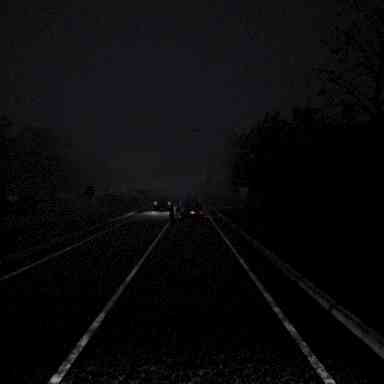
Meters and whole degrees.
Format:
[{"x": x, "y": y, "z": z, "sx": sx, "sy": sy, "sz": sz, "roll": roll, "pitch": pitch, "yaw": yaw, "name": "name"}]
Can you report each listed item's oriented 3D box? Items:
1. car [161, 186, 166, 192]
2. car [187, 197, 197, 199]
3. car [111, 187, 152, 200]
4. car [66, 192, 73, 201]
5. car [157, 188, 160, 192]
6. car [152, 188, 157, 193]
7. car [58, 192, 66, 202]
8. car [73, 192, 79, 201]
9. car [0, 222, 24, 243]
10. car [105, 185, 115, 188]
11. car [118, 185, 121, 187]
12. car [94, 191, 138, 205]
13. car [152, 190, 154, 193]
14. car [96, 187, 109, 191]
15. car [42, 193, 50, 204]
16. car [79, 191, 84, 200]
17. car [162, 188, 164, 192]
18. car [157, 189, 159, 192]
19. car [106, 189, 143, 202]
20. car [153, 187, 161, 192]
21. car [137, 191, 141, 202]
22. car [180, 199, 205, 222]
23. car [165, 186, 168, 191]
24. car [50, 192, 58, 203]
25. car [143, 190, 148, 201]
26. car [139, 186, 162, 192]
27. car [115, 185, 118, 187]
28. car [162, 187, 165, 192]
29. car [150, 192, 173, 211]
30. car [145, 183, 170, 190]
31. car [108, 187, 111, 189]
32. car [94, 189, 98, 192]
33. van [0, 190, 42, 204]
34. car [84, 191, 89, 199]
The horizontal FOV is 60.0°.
[{"x": -9.909, "y": -0.040, "z": 86.347, "sx": 5.008, "sy": 1.535, "sz": 2.097, "roll": 0, "pitch": 3, "yaw": 0, "name": "car"}, {"x": -0.007, "y": 1.373, "z": 42.863, "sx": 2.033, "sy": 1.411, "sz": 5.357, "roll": 0, "pitch": 1, "yaw": 0, "name": "car"}, {"x": -10.134, "y": 0.621, "z": 55.701, "sx": 5.566, "sy": 2.045, "sz": 2.435, "roll": 0, "pitch": 1, "yaw": 0, "name": "car"}, {"x": -23.371, "y": 0.864, "z": 55.723, "sx": 5.366, "sy": 1.575, "sz": 1.946, "roll": 0, "pitch": 1, "yaw": 0, "name": "car"}, {"x": -10.030, "y": 0.538, "z": 72.426, "sx": 4.792, "sy": 1.488, "sz": 2.163, "roll": 0, "pitch": 2, "yaw": 0, "name": "car"}, {"x": -10.005, "y": 0.542, "z": 66.848, "sx": 4.553, "sy": 1.767, "sz": 2.185, "roll": 0, "pitch": 1, "yaw": 0, "name": "car"}, {"x": -23.232, "y": 0.922, "z": 52.930, "sx": 4.792, "sy": 1.488, "sz": 2.163, "roll": 0, "pitch": 0, "yaw": 0, "name": "car"}, {"x": -23.354, "y": 0.830, "z": 58.518, "sx": 5.366, "sy": 1.575, "sz": 1.946, "roll": 0, "pitch": 1, "yaw": 0, "name": "car"}, {"x": -10.044, "y": 1.615, "z": 14.747, "sx": 4.792, "sy": 1.488, "sz": 2.163, "roll": 0, "pitch": 0, "yaw": 0, "name": "car"}, {"x": -23.040, "y": -0.163, "z": 83.462, "sx": 5.566, "sy": 2.045, "sz": 2.435, "roll": 0, "pitch": 2, "yaw": 0, "name": "car"}, {"x": -22.954, "y": -0.313, "z": 91.830, "sx": 5.008, "sy": 1.535, "sz": 2.097, "roll": 0, "pitch": 3, "yaw": 0, "name": "car"}, {"x": -10.146, "y": 0.961, "z": 44.560, "sx": 4.792, "sy": 1.488, "sz": 2.163, "roll": 0, "pitch": 0, "yaw": 0, "name": "car"}, {"x": -10.042, "y": 0.823, "z": 61.271, "sx": 4.792, "sy": 1.488, "sz": 2.163, "roll": 0, "pitch": 1, "yaw": 0, "name": "car"}, {"x": -22.861, "y": 0.312, "z": 77.898, "sx": 5.366, "sy": 1.575, "sz": 1.946, "roll": 0, "pitch": 2, "yaw": 0, "name": "car"}, {"x": -23.241, "y": 0.958, "z": 47.233, "sx": 4.674, "sy": 1.452, "sz": 2.002, "roll": 0, "pitch": 0, "yaw": 0, "name": "car"}, {"x": -23.122, "y": 0.819, "z": 61.172, "sx": 4.792, "sy": 1.488, "sz": 2.163, "roll": 0, "pitch": 1, "yaw": 0, "name": "car"}, {"x": -9.951, "y": 0.245, "z": 80.776, "sx": 4.674, "sy": 1.452, "sz": 2.002, "roll": 0, "pitch": 3, "yaw": 0, "name": "car"}, {"x": -9.989, "y": 0.622, "z": 69.639, "sx": 4.792, "sy": 1.488, "sz": 2.163, "roll": 0, "pitch": 2, "yaw": 0, "name": "car"}, {"x": -10.172, "y": 0.788, "z": 50.130, "sx": 4.553, "sy": 1.767, "sz": 2.185, "roll": 0, "pitch": 0, "yaw": 0, "name": "car"}, {"x": -10.015, "y": 0.291, "z": 75.206, "sx": 4.553, "sy": 1.767, "sz": 2.185, "roll": 0, "pitch": 2, "yaw": 0, "name": "car"}, {"x": -10.187, "y": 0.953, "z": 47.344, "sx": 4.792, "sy": 1.488, "sz": 2.163, "roll": 0, "pitch": 0, "yaw": 0, "name": "car"}, {"x": 0.042, "y": 1.534, "z": 26.511, "sx": 2.033, "sy": 1.411, "sz": 5.357, "roll": 0, "pitch": 0, "yaw": 0, "name": "car"}, {"x": -9.876, "y": -0.276, "z": 91.915, "sx": 4.674, "sy": 1.452, "sz": 2.002, "roll": 0, "pitch": 3, "yaw": 0, "name": "car"}, {"x": -23.224, "y": 0.949, "z": 50.018, "sx": 4.674, "sy": 1.452, "sz": 2.002, "roll": 0, "pitch": 0, "yaw": 0, "name": "car"}, {"x": -10.118, "y": 0.898, "z": 52.909, "sx": 5.008, "sy": 1.535, "sz": 2.097, "roll": 0, "pitch": 1, "yaw": 0, "name": "car"}, {"x": -9.997, "y": 0.189, "z": 77.985, "sx": 4.553, "sy": 1.767, "sz": 2.185, "roll": 0, "pitch": 2, "yaw": 0, "name": "car"}, {"x": -23.008, "y": -0.297, "z": 89.042, "sx": 4.553, "sy": 1.767, "sz": 2.185, "roll": 0, "pitch": 3, "yaw": 0, "name": "car"}, {"x": -9.925, "y": 0.087, "z": 83.561, "sx": 5.008, "sy": 1.535, "sz": 2.097, "roll": 0, "pitch": 3, "yaw": 0, "name": "car"}, {"x": -3.346, "y": 1.254, "z": 39.439, "sx": 2.097, "sy": 1.767, "sz": 4.553, "roll": 0, "pitch": 1, "yaw": 0, "name": "car"}, {"x": -9.890, "y": -0.714, "z": 94.680, "sx": 5.566, "sy": 2.045, "sz": 2.435, "roll": 0, "pitch": 3, "yaw": 0, "name": "car"}, {"x": -23.035, "y": 0.206, "z": 80.686, "sx": 5.008, "sy": 1.535, "sz": 2.097, "roll": 0, "pitch": 2, "yaw": 0, "name": "car"}, {"x": -23.092, "y": 0.589, "z": 69.669, "sx": 4.892, "sy": 1.521, "sz": 2.231, "roll": 0, "pitch": 1, "yaw": 0, "name": "car"}, {"x": -23.129, "y": 0.702, "z": 44.558, "sx": 4.442, "sy": 1.987, "sz": 1.878, "roll": 1, "pitch": 0, "yaw": 0, "name": "van"}, {"x": -23.129, "y": 0.732, "z": 63.963, "sx": 5.008, "sy": 1.535, "sz": 2.097, "roll": 0, "pitch": 1, "yaw": 0, "name": "car"}]
